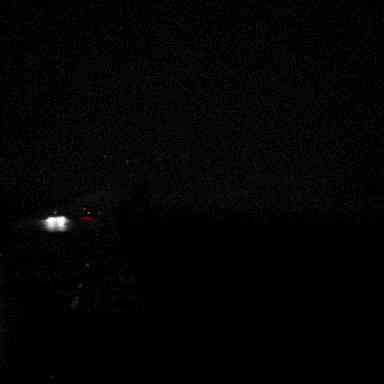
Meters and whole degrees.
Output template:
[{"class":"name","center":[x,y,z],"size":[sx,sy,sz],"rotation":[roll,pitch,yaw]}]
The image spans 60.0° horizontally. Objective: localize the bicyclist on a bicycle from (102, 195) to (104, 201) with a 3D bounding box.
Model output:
[{"class":"bicyclist on a bicycle","center":[-23.715,1.869,88.386],"size":[0.582,1.620,1.656],"rotation":[1,1,-14]}]

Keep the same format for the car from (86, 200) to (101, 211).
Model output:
[{"class":"car","center":[-16.002,2.194,54.021],"size":[2.128,1.511,4.902],"rotation":[1,0,-14]}]

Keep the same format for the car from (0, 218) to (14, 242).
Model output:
[{"class":"car","center":[-10.362,1.967,16.333],"size":[1.895,1.301,4.718],"rotation":[1,-2,-14]}]

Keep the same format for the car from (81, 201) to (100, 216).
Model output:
[{"class":"car","center":[-13.248,2.234,43.050],"size":[1.837,1.490,4.892],"rotation":[1,0,-14]}]

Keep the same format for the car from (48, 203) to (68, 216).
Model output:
[{"class":"car","center":[-16.529,2.166,41.239],"size":[2.128,1.511,4.902],"rotation":[1,0,-14]}]
